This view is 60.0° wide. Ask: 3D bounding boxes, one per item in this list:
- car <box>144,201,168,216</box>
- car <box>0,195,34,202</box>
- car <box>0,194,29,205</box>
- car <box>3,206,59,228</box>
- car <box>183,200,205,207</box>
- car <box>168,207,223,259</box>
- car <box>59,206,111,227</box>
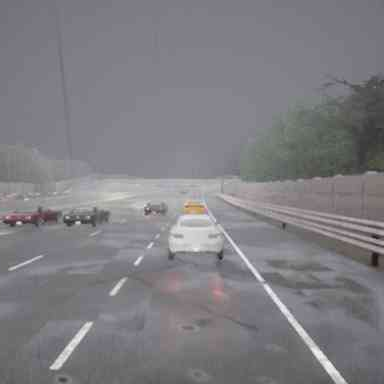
[{"bbox_3d":[-3.395,1.542,32.451,1.895,1.301,4.718,0,0,0],"label":"car"},{"bbox_3d":[-20.918,1.354,40.532,2.128,1.511,4.902,0,1,1],"label":"car"},{"bbox_3d":[-27.771,1.153,52.297,1.882,1.535,5.008,0,1,1],"label":"car"},{"bbox_3d":[-10.350,1.573,22.137,1.895,1.301,4.718,0,0,0],"label":"car"},{"bbox_3d":[0.195,1.430,30.585,1.882,1.535,5.008,0,0,0],"label":"car"},{"bbox_3d":[0.132,1.511,12.481,1.812,1.442,4.674,0,0,0],"label":"car"},{"bbox_3d":[-6.850,1.573,22.259,1.895,1.301,4.718,0,0,0],"label":"car"}]
